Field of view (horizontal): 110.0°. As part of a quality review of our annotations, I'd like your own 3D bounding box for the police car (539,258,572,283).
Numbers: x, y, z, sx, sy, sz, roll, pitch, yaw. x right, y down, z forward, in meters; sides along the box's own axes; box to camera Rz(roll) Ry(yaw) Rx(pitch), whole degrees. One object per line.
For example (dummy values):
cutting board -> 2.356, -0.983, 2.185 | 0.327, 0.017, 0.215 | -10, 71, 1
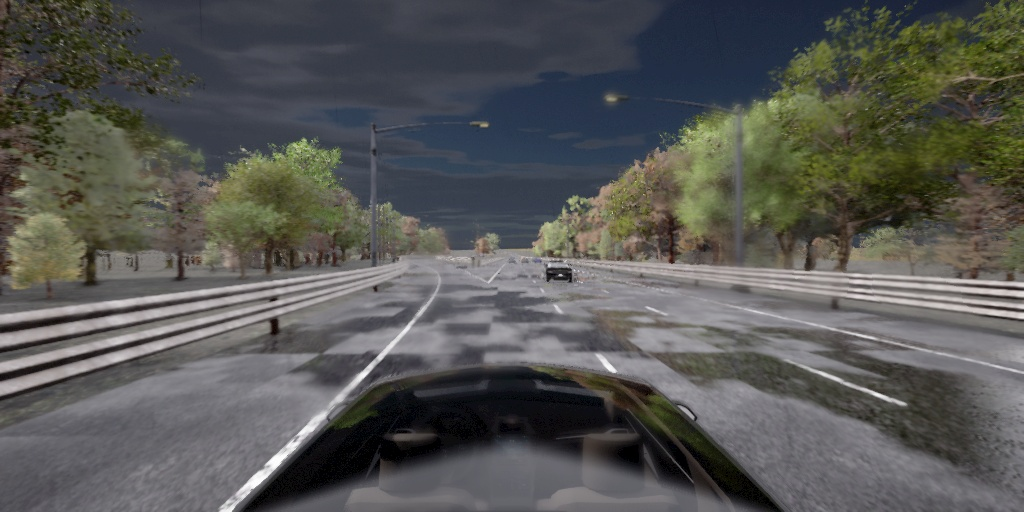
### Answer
police car -> 3.489, 1.183, 28.321 | 1.930, 1.638, 5.238 | 0, 0, 0
